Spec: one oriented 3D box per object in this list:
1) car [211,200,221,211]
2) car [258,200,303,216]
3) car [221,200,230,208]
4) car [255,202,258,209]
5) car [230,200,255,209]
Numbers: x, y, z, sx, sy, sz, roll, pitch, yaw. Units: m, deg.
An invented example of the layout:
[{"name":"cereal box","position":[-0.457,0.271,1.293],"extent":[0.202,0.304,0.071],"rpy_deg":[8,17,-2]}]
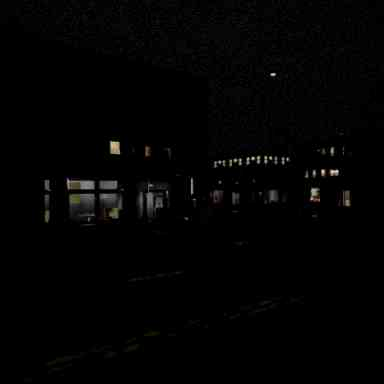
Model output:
[{"name":"car","position":[1.535,1.843,46.214],"extent":[1.967,1.590,4.097],"rpy_deg":[-1,0,-35]},{"name":"car","position":[9.482,1.811,34.836],"extent":[1.947,1.339,4.313],"rpy_deg":[-1,0,-35]},{"name":"car","position":[5.158,1.962,55.584],"extent":[1.802,1.307,4.206],"rpy_deg":[-2,0,-35]},{"name":"car","position":[11.573,1.806,46.563],"extent":[2.008,1.369,4.403],"rpy_deg":[-2,0,-35]},{"name":"car","position":[8.365,1.900,51.074],"extent":[1.802,1.307,4.206],"rpy_deg":[-2,0,-35]}]
